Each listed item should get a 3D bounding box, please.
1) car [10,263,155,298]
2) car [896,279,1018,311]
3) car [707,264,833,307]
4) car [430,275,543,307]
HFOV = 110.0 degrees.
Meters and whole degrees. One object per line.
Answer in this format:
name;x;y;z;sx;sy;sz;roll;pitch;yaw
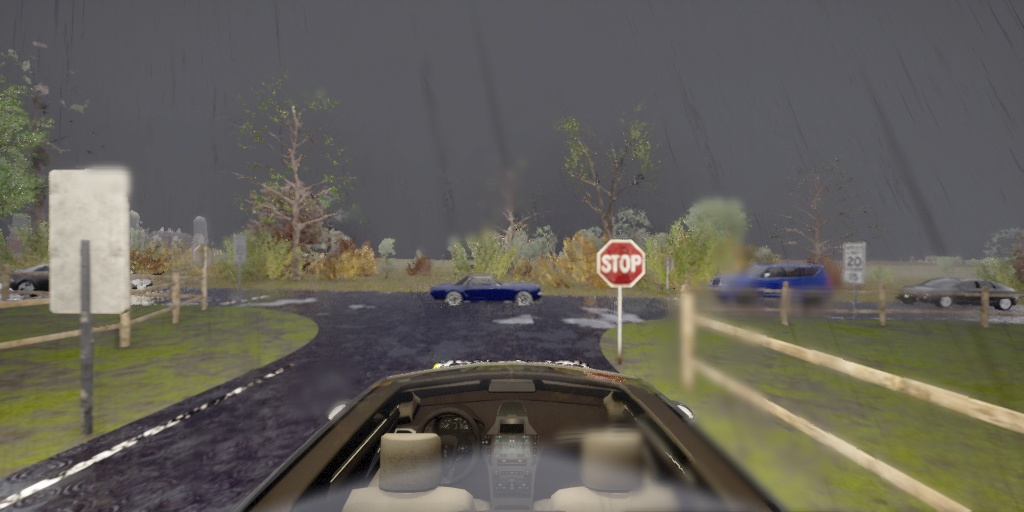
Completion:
car;-18.500;1.021;15.596;4.902;1.511;2.128;1;0;0
car;22.854;1.915;18.516;4.892;1.490;1.837;1;0;0
car;13.234;1.426;18.522;5.566;2.045;2.150;1;0;0
car;-1.032;1.465;15.592;4.718;1.301;1.895;0;-1;0
